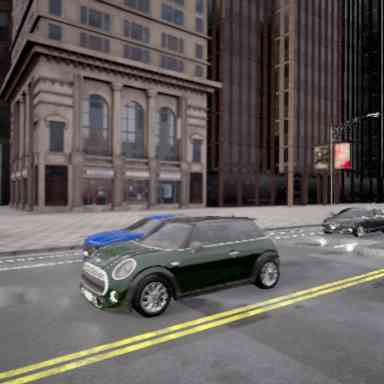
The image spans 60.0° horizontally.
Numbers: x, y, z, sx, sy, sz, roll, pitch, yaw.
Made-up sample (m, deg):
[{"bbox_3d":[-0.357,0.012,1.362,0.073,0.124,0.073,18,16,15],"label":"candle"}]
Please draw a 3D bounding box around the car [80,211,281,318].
[{"bbox_3d":[-0.116,1.363,7.580,4.553,1.767,2.097,0,0,-35],"label":"car"}]

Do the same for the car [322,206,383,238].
[{"bbox_3d":[9.044,1.561,18.049,4.892,1.490,1.837,1,0,-35],"label":"car"}]

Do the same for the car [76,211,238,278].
[{"bbox_3d":[-0.985,1.492,10.947,5.008,1.535,1.882,0,0,-35],"label":"car"}]
